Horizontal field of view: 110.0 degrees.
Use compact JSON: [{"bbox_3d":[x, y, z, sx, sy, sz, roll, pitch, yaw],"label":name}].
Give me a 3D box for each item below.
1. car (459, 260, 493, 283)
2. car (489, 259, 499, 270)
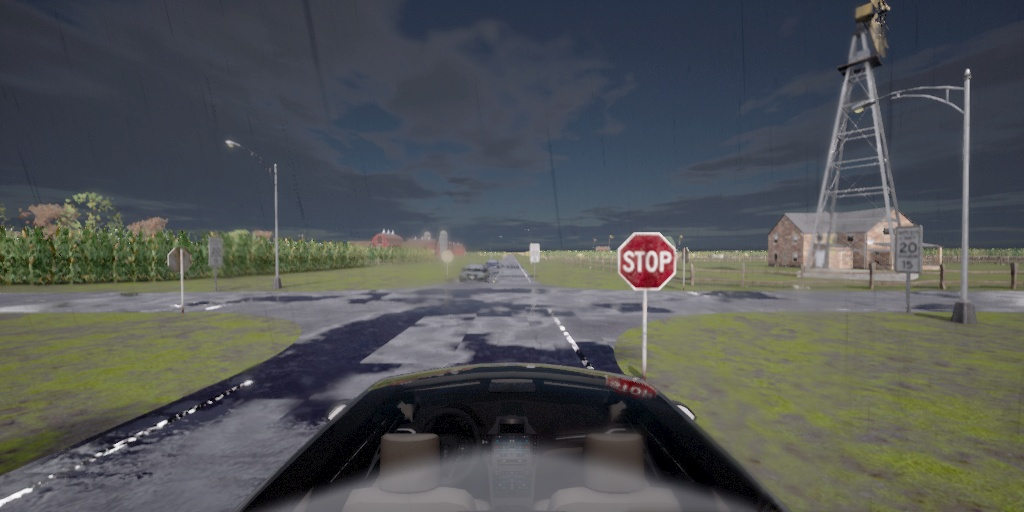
[{"bbox_3d":[-2.744,1.282,26.948,1.994,1.385,4.181,0,1,0],"label":"car"},{"bbox_3d":[-2.738,1.153,50.843,2.033,1.411,5.357,0,0,0],"label":"car"}]
